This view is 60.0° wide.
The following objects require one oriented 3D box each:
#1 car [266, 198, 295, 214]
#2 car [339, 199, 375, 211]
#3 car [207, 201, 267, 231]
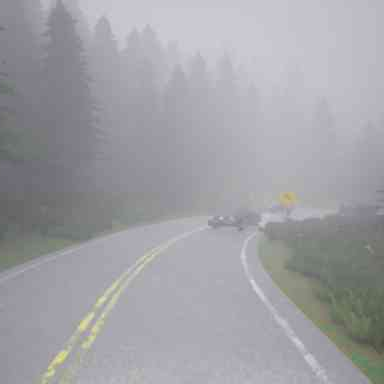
[{"bbox_3d":[8.340,1.358,32.886,4.674,1.442,1.812,1,2,-41],"label":"car"},{"bbox_3d":[17.710,1.560,35.154,4.553,1.767,2.097,2,3,-28],"label":"car"},{"bbox_3d":[2.722,1.470,20.233,2.033,1.411,5.357,1,1,27],"label":"car"}]
